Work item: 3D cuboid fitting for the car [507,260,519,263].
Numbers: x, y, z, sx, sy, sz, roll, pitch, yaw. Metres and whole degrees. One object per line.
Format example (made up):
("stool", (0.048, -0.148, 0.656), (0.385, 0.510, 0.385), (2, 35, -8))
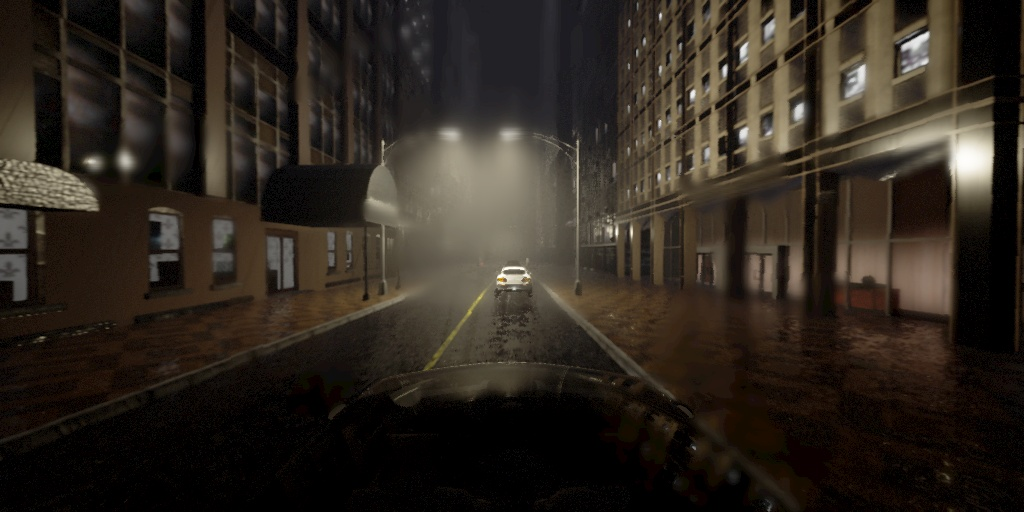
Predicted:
("car", (0.122, 1.268, 42.652), (1.837, 1.490, 4.892), (0, 0, 0))

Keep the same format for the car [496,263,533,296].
("car", (0.109, 1.277, 19.081), (1.812, 1.442, 4.674), (0, 0, 0))
